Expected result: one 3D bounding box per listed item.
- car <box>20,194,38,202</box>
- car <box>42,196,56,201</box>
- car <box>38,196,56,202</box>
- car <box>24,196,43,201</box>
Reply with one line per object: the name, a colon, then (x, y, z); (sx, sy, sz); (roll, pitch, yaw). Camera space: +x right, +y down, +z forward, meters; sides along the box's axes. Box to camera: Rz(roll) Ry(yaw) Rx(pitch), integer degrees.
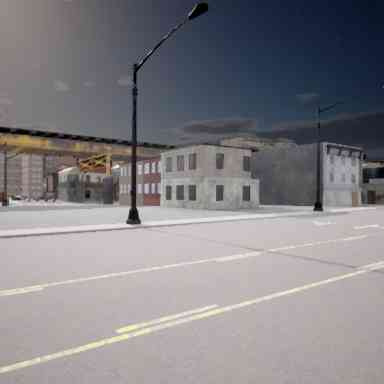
car: (-38.867, 1.759, 81.552); (4.974, 1.542, 2.038); (0, 0, 25)
car: (-35.141, 1.633, 81.677); (1.853, 1.218, 4.536); (0, 0, -5)
car: (-35.137, 1.790, 81.625); (2.038, 1.542, 4.974); (0, 0, -5)
car: (-38.913, 1.602, 81.574); (4.536, 1.218, 1.853); (0, 0, 25)
